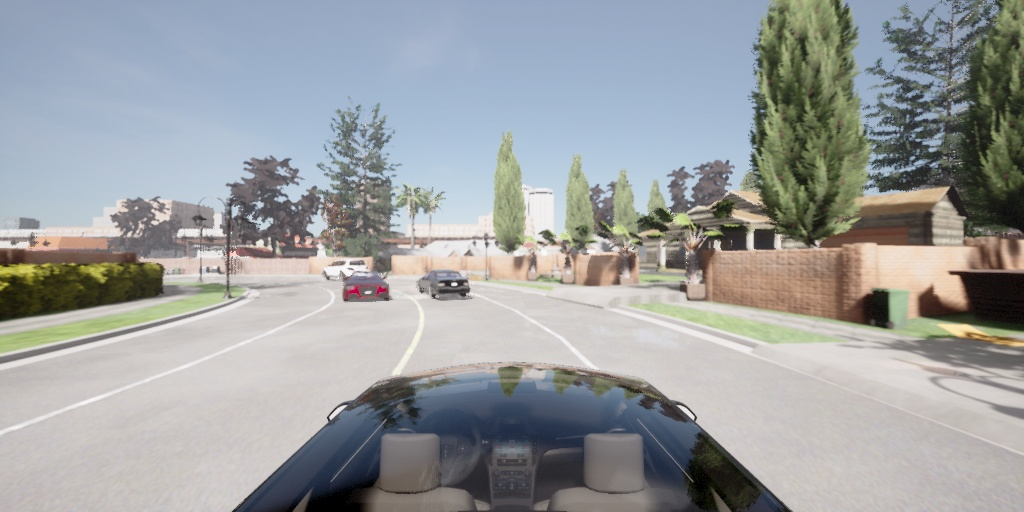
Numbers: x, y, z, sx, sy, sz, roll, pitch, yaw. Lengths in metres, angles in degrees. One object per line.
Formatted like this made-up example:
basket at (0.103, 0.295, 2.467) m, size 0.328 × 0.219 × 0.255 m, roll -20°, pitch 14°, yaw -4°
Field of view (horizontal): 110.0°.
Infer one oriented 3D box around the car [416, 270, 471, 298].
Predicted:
car at (-3.855, 1.443, 19.572) m, size 2.033 × 1.411 × 5.357 m, roll 0°, pitch -1°, yaw -25°

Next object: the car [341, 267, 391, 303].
car at (-7.180, 1.435, 17.621) m, size 1.994 × 1.385 × 4.181 m, roll 0°, pitch -1°, yaw -25°

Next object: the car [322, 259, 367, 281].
car at (-16.252, 1.366, 34.781) m, size 5.566 × 2.045 × 2.150 m, roll -1°, pitch -1°, yaw 38°
